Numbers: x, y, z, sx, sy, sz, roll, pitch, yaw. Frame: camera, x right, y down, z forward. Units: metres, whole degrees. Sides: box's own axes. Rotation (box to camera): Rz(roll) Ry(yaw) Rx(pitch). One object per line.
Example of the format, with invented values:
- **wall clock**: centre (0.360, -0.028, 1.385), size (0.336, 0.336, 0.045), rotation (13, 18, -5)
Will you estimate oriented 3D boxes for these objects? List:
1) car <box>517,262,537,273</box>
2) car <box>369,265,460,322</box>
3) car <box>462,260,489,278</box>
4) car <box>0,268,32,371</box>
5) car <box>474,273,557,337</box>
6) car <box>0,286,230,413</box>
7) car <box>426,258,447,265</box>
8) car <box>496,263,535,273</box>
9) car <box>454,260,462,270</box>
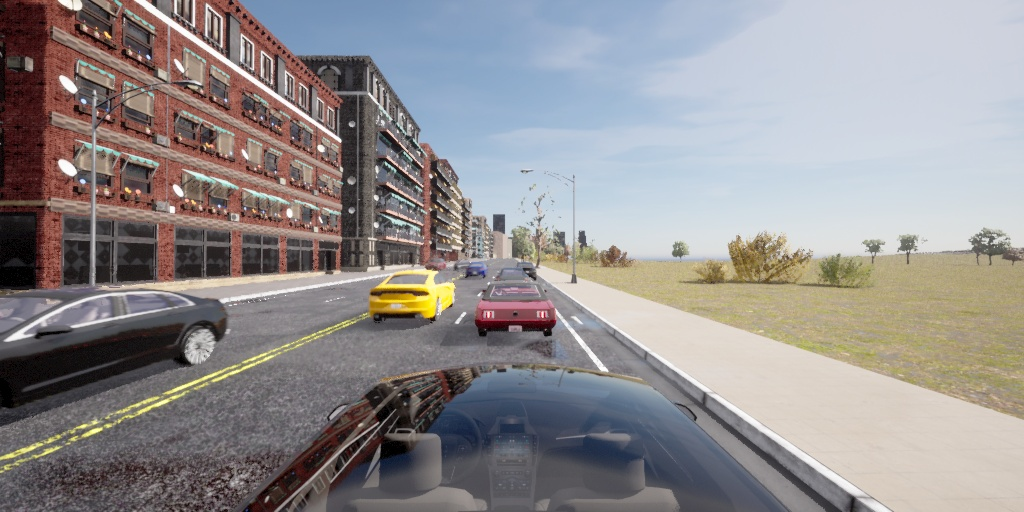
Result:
- **car**: centre (1.056, 1.259, 30.325), size (1.837, 1.490, 4.892), rotation (0, 0, 0)
- **car**: centre (-3.181, 1.229, 12.287), size (1.882, 1.535, 5.008), rotation (0, 0, 0)
- **car**: centre (-3.225, 1.279, 33.408), size (1.812, 1.442, 4.674), rotation (0, 0, 0)
- **car**: centre (-9.858, 1.102, 4.309), size (2.097, 1.767, 4.553), rotation (0, 0, 0)
- **car**: centre (0.076, 1.352, 10.301), size (1.895, 1.301, 4.718), rotation (0, 0, 0)
- **car**: centre (-6.611, 1.242, 5.168), size (2.128, 1.511, 4.902), rotation (0, 0, 0)
- **car**: centre (-9.977, 1.105, 47.318), size (2.097, 1.767, 4.553), rotation (0, 0, 0)
- **car**: centre (0.039, 1.317, 20.331), size (1.994, 1.385, 4.181), rotation (0, 0, 0)
- **car**: centre (-6.730, 1.244, 48.538), size (2.128, 1.511, 4.902), rotation (0, 0, 0)
